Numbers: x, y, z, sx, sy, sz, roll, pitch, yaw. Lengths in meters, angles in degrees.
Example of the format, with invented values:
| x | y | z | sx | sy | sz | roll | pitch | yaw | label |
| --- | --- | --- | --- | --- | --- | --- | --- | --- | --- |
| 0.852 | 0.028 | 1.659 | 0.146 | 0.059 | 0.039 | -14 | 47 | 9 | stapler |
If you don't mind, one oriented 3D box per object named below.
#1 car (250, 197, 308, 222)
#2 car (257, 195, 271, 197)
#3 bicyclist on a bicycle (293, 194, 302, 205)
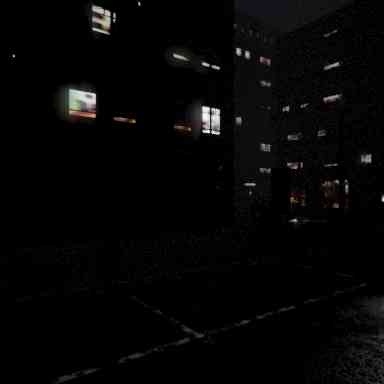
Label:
| x | y | z | sx | sy | sz | roll | pitch | yaw | label |
| --- | --- | --- | --- | --- | --- | --- | --- | --- | --- |
| 6.254 | 1.338 | 24.195 | 2.008 | 1.369 | 4.403 | 1 | 0 | -36 | car |
| 7.042 | 1.111 | 27.495 | 2.097 | 1.767 | 4.553 | 0 | 1 | -36 | car |
| 11.503 | 1.005 | 36.215 | 1.656 | 1.620 | 0.582 | 0 | 1 | -36 | bicyclist on a bicycle |
